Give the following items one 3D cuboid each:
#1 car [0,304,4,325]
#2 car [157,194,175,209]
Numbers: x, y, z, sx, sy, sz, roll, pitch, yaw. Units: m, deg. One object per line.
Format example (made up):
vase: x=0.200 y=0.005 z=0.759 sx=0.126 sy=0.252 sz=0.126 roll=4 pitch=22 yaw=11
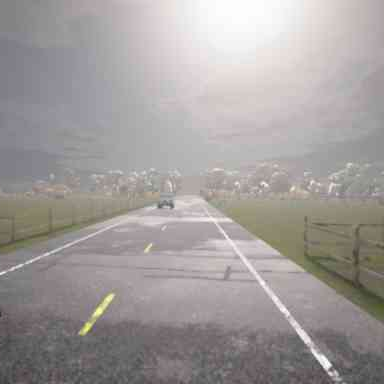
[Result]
car: x=-3.601 y=1.549 z=2.384 sx=2.033 sy=1.411 sz=5.357 roll=0 pitch=0 yaw=0
car: x=-3.582 y=1.252 z=46.418 sx=2.150 sy=2.045 sz=5.566 roll=0 pitch=0 yaw=0
